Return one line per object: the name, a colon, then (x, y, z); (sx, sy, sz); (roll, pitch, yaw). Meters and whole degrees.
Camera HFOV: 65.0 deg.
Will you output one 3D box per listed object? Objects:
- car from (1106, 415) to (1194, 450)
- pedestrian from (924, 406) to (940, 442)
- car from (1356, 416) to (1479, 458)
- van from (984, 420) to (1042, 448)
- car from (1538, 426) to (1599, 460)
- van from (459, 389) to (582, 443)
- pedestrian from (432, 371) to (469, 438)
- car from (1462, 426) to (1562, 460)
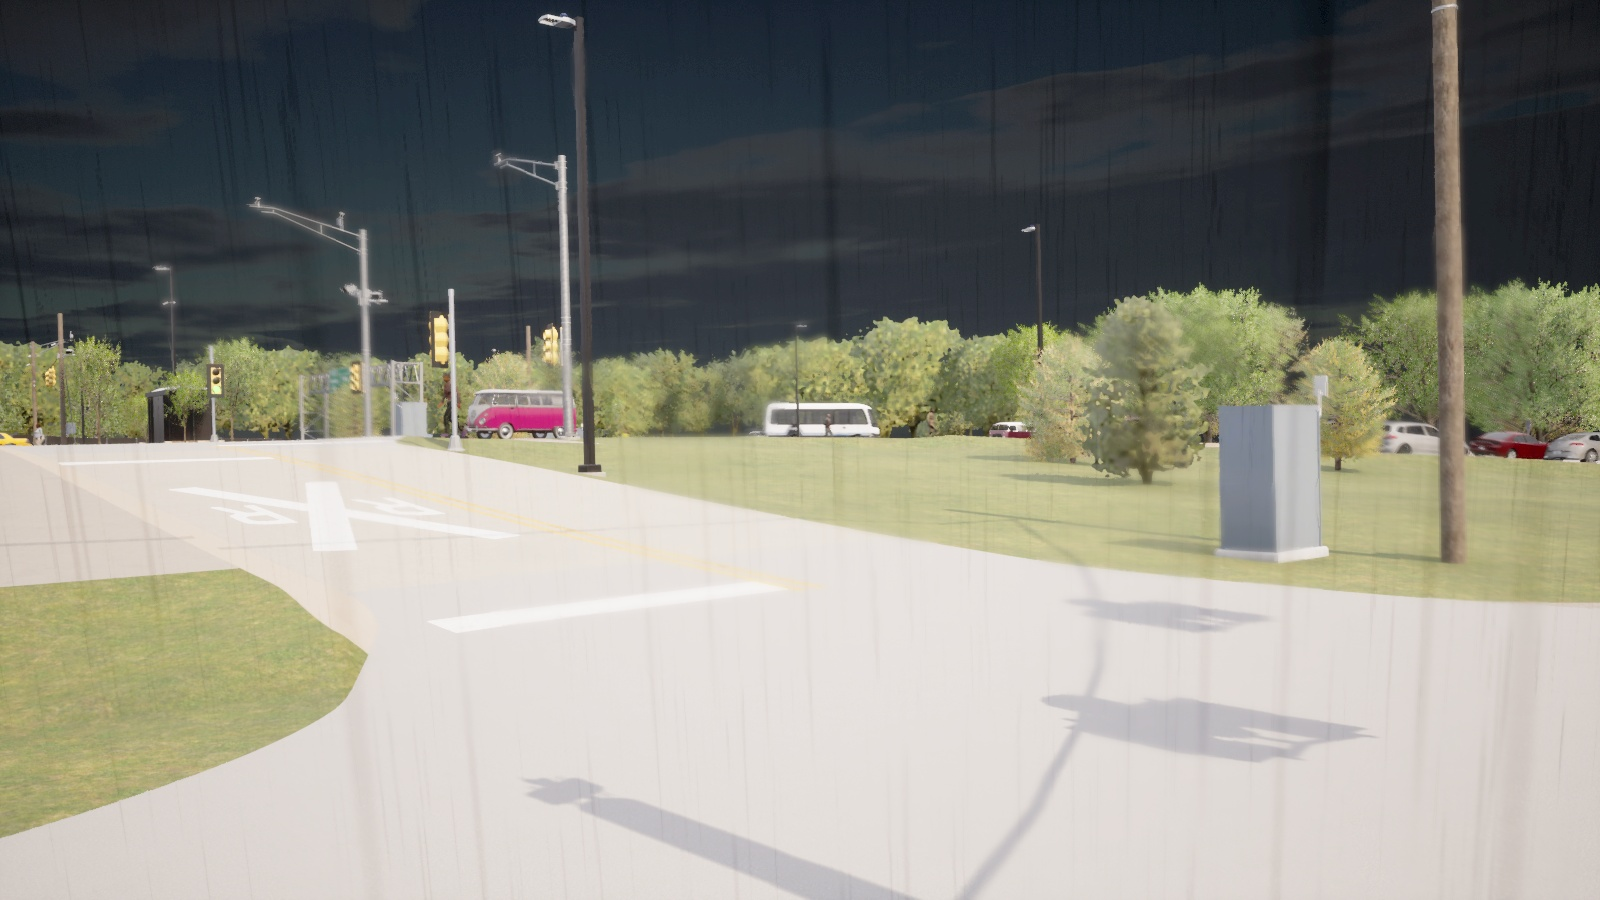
car: (17.004, -0.832, 61.135); (3.705, 1.549, 1.789); (2, -1, -3)
pedestrian: (7.018, -1.388, 66.899); (0.692, 1.930, 0.396); (-1, 1, 31)
car: (28.285, -0.600, 57.584); (4.611, 1.667, 2.242); (2, 3, -13)
van: (15.959, -1.150, 93.923); (2.069, 2.038, 4.480); (-1, 0, 44)
car: (39.052, -0.350, 61.544); (5.027, 1.651, 2.152); (-1, 0, -17)
van: (-10.938, -1.311, 49.342); (1.775, 1.987, 4.442); (-1, 0, 44)
pedestrian: (-9.492, -1.231, 34.093); (0.869, 1.805, 0.328); (-2, 1, -39)
car: (37.270, -0.355, 65.685); (5.008, 1.535, 1.882); (0, 6, -26)
